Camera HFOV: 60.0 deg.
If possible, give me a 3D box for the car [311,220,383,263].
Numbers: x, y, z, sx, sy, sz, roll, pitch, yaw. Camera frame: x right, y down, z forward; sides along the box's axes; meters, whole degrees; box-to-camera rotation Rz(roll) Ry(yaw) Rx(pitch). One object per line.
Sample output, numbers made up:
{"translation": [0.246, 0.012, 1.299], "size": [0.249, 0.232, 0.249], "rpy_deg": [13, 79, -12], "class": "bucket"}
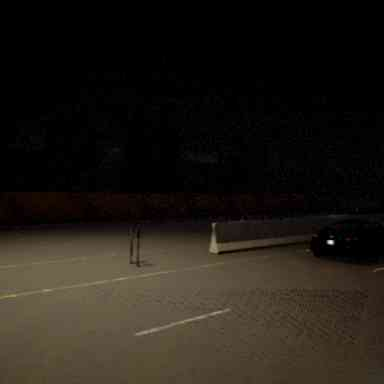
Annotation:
{"translation": [6.523, 1.772, 12.948], "size": [4.181, 1.385, 1.994], "rpy_deg": [1, -1, -36], "class": "car"}
